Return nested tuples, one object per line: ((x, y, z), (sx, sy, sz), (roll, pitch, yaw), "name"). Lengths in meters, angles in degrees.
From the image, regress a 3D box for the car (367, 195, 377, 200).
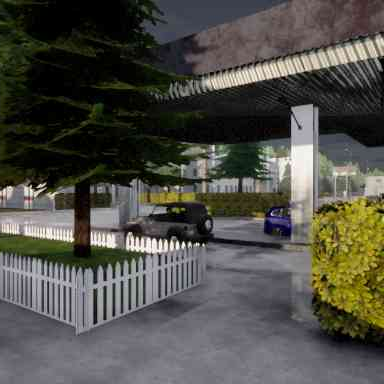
((33.036, 1.298, 60.262), (2.007, 1.523, 4.514), (0, 0, 35), "car")

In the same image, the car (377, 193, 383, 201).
((25.773, 1.077, 43.521), (1.905, 1.878, 3.866), (0, 0, 35), "car")

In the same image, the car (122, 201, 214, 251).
((-0.981, 1.313, 13.836), (3.866, 1.878, 1.905), (0, 0, 35), "car")

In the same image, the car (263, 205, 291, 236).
((5.820, 1.480, 15.985), (4.611, 1.667, 2.242), (0, 0, 35), "car")
